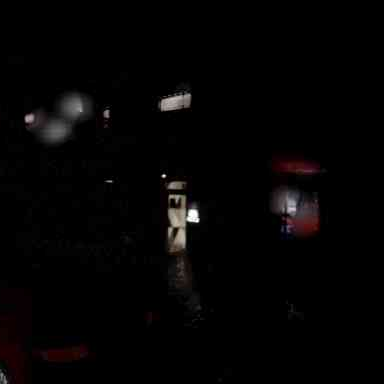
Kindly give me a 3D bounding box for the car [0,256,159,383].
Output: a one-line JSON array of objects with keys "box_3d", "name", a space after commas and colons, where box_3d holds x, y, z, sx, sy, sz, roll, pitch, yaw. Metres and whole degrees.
[{"box_3d": [-2.324, 1.567, 4.522, 4.206, 1.307, 1.802, 0, 1, 36], "name": "car"}]
